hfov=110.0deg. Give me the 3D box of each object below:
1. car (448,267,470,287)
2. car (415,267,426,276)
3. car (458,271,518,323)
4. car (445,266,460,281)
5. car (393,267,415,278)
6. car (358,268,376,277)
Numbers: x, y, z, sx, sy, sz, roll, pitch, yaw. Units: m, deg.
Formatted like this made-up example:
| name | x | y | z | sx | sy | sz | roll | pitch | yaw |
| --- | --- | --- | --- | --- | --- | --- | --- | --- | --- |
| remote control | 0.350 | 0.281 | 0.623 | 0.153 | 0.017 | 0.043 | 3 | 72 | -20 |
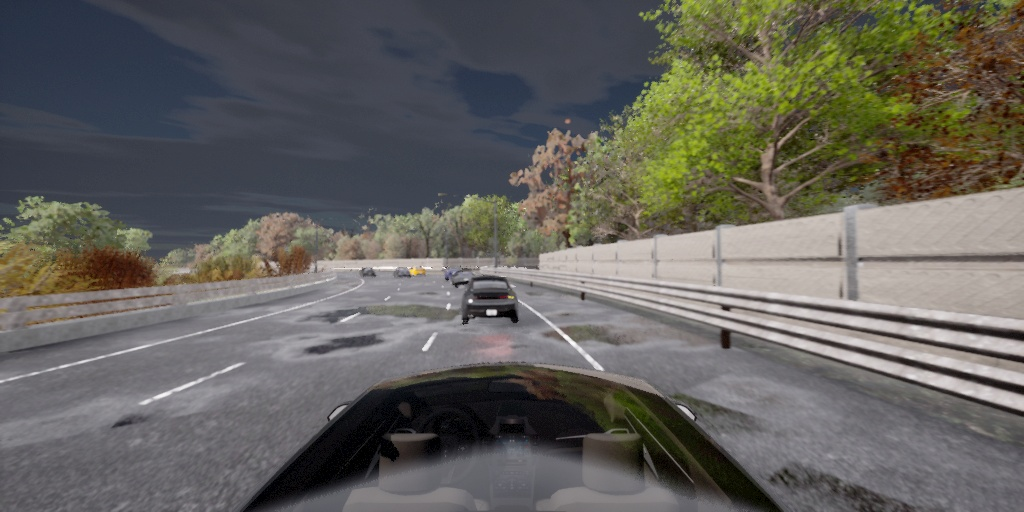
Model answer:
| name | x | y | z | sx | sy | sz | roll | pitch | yaw |
| --- | --- | --- | --- | --- | --- | --- | --- | --- | --- |
| car | -4.156 | 1.911 | 30.894 | 1.994 | 1.385 | 4.181 | 0 | -1 | -13 |
| car | -15.236 | 2.437 | 57.069 | 1.882 | 1.535 | 5.008 | 0 | -1 | -30 |
| car | -0.898 | 1.488 | 13.279 | 1.837 | 1.490 | 4.892 | 0 | -1 | -7 |
| car | -6.884 | 1.948 | 42.574 | 2.097 | 1.767 | 4.553 | 0 | -1 | -12 |
| car | -15.498 | 2.384 | 50.333 | 2.033 | 1.411 | 5.357 | 0 | -1 | -27 |
| car | -22.345 | 2.533 | 55.353 | 1.812 | 1.442 | 4.674 | 0 | -1 | -31 |
